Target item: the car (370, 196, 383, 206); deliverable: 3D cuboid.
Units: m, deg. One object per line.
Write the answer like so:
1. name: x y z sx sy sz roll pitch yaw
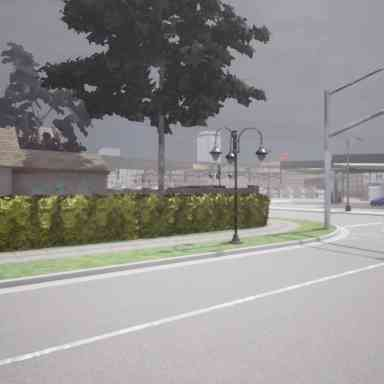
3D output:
1. car: 28.487 1.291 48.455 2.242 1.667 4.611 0 0 -35
